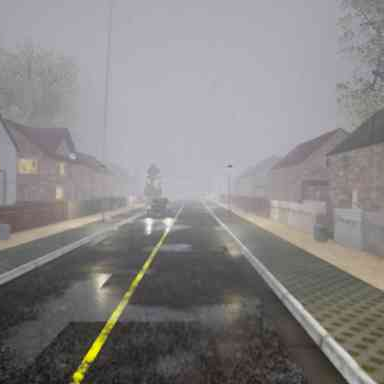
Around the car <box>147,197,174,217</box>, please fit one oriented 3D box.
[{"bbox_3d":[-2.768,1.262,29.788,2.097,1.767,4.553,0,0,0],"label":"car"}]
